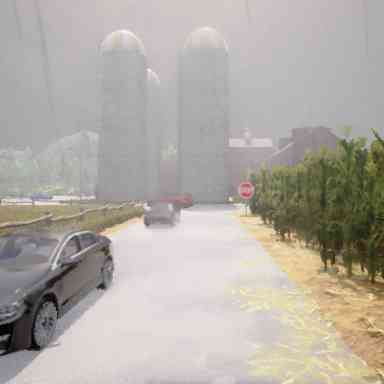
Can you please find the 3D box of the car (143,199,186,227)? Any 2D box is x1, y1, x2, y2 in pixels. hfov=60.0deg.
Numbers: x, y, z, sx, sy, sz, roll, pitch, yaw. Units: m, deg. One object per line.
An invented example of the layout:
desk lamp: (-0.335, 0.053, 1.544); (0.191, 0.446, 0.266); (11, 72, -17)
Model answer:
car: (-1.832, 1.433, 22.088); (2.033, 1.411, 5.357); (0, 0, 4)

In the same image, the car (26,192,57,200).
car: (-32.525, 0.909, 71.913); (4.611, 1.667, 2.242); (0, 1, 3)

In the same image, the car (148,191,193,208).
car: (-2.597, 0.947, 39.020); (5.566, 2.045, 2.150); (0, 1, 26)

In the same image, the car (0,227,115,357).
car: (-2.903, 1.479, 6.304); (2.128, 1.511, 4.902); (0, 0, 4)
